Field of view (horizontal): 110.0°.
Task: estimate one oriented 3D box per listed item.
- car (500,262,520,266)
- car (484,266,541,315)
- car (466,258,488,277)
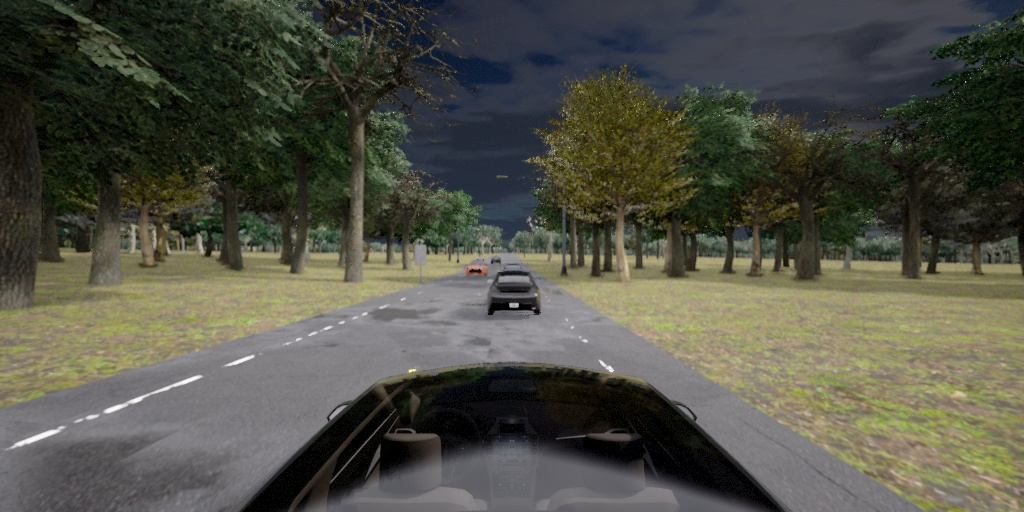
[{"bbox_3d":[0.085,1.428,32.803,2.033,1.411,5.357,0,0,0],"label":"car"},{"bbox_3d":[0.077,1.335,14.050,1.837,1.490,4.892,0,0,0],"label":"car"},{"bbox_3d":[-3.658,1.229,37.974,2.097,1.767,4.553,0,0,-1],"label":"car"}]
